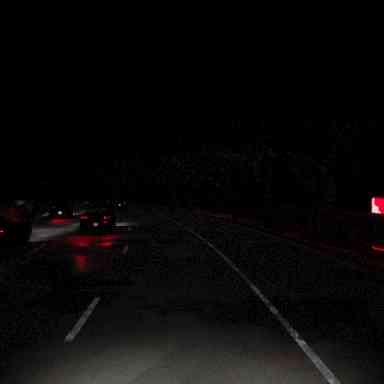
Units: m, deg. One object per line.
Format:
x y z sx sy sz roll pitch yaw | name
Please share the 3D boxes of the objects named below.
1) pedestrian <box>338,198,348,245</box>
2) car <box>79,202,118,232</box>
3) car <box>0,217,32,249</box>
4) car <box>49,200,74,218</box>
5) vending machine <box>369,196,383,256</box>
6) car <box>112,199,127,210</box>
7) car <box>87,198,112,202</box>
5.922 1.140 13.200 0.375 1.860 0.375 -1 0 -7 | pedestrian
-5.637 1.545 20.081 1.812 1.442 4.674 0 0 -11 | car
-7.964 1.614 13.016 1.895 1.301 4.718 0 0 -7 | car
-12.316 1.561 31.389 1.837 1.490 4.892 0 -1 -18 | car
7.227 1.193 12.073 1.100 2.100 0.880 0 0 -6 | vending machine
-10.120 1.636 44.562 1.994 1.385 4.181 0 0 -24 | car
-10.285 1.413 35.983 2.097 1.767 4.553 0 0 -21 | car
